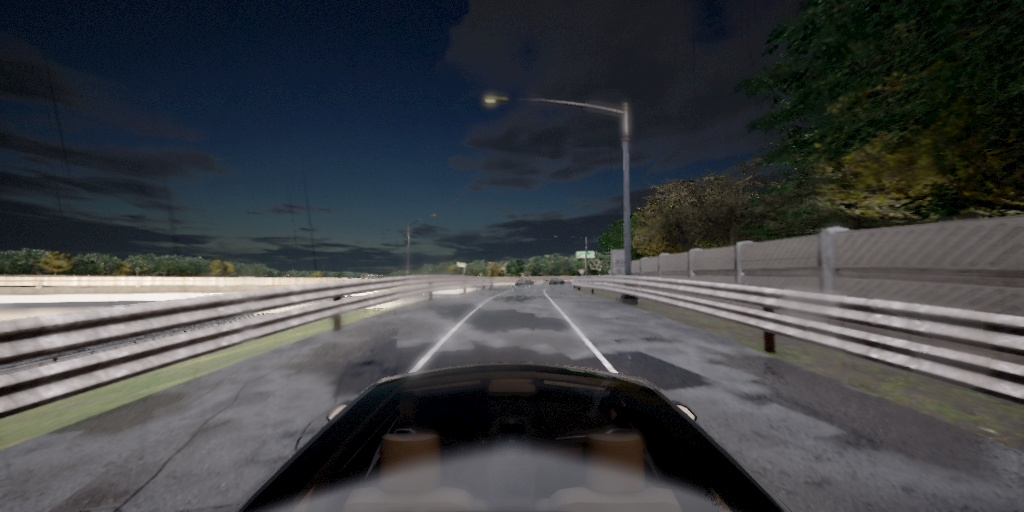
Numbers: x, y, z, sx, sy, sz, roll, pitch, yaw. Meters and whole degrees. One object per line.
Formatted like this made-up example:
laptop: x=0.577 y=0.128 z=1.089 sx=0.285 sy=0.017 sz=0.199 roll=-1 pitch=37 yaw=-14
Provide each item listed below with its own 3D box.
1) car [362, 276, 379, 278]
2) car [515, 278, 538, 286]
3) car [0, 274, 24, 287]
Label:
car: x=-16.380 y=3.147 z=42.589 sx=5.008 sy=1.535 sz=1.882 roll=3 pitch=-5 yaw=-41
car: x=2.401 y=4.691 z=63.854 sx=1.994 sy=1.385 sz=4.181 roll=-2 pitch=-5 yaw=34
car: x=-46.617 y=2.005 z=31.395 sx=4.902 sy=1.511 sz=2.128 roll=2 pitch=-4 yaw=-24
